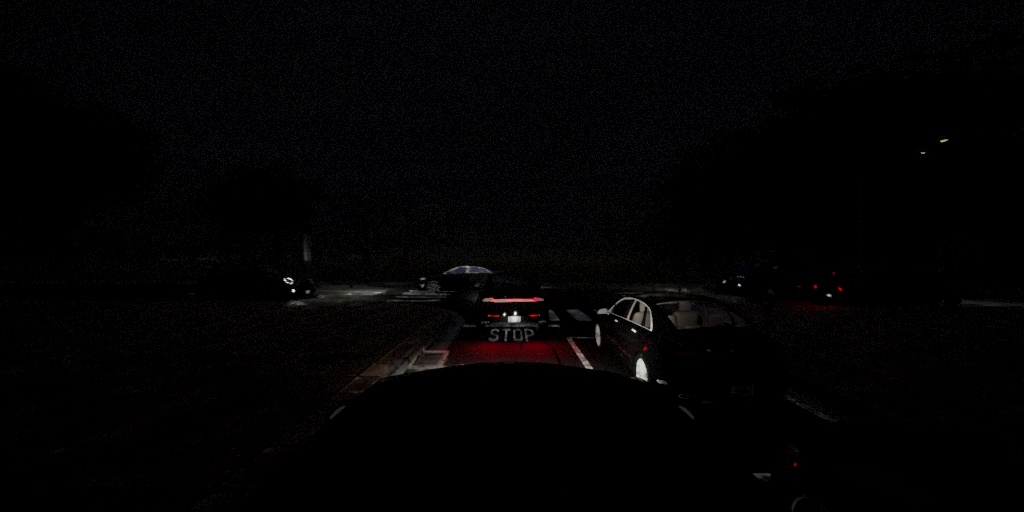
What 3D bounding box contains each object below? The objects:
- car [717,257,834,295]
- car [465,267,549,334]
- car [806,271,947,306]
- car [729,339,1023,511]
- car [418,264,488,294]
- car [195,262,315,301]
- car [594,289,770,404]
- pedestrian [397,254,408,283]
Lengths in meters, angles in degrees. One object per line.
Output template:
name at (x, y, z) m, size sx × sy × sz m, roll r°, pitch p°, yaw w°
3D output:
car at (14.347, 1.080, 19.548) m, size 5.566 × 2.045 × 2.150 m, roll 1°, pitch 1°, yaw 0°
car at (-0.097, 1.237, 10.649) m, size 2.128 × 1.511 × 4.902 m, roll 0°, pitch 0°, yaw -4°
car at (16.906, 1.548, 16.616) m, size 4.718 × 1.301 × 1.895 m, roll 1°, pitch 1°, yaw 0°
car at (2.636, 1.333, 0.729) m, size 1.802 × 1.307 × 4.207 m, roll 0°, pitch 0°, yaw 0°
car at (-2.591, 1.198, 19.548) m, size 4.902 × 1.511 × 2.128 m, roll 0°, pitch 1°, yaw 0°
car at (-11.703, 1.065, 16.585) m, size 4.553 × 1.767 × 2.097 m, roll 0°, pitch 1°, yaw 0°
car at (2.636, 1.298, 6.261) m, size 2.007 × 1.370 × 4.403 m, roll 0°, pitch 0°, yaw 0°
pedestrian at (-6.881, 0.751, 22.441) m, size 0.375 × 1.860 × 0.375 m, roll 0°, pitch 1°, yaw 0°
